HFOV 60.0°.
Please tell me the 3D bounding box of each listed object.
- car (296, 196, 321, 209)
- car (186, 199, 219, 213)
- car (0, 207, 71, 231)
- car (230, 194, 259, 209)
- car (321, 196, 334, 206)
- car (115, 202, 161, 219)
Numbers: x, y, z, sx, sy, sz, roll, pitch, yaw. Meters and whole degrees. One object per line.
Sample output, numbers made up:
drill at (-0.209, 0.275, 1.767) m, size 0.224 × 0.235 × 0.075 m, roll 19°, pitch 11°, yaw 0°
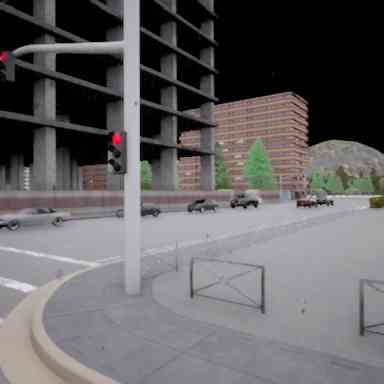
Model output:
car at (16.288, 1.504, 46.987) m, size 1.882 × 1.535 × 5.008 m, roll 0°, pitch 0°, yaw 35°
car at (1.284, 1.572, 38.239) m, size 1.837 × 1.490 × 4.892 m, roll 0°, pitch 0°, yaw 35°
car at (-10.480, 1.668, 21.639) m, size 1.895 × 1.301 × 4.718 m, roll 0°, pitch 0°, yaw 35°
car at (7.505, 1.289, 46.954) m, size 2.150 × 2.045 × 5.566 m, roll 0°, pitch 0°, yaw 35°
car at (21.985, 1.379, 55.028) m, size 2.097 × 1.767 × 4.553 m, roll 0°, pitch 0°, yaw 35°
car at (-4.708, 1.593, 29.774) m, size 1.812 × 1.442 × 4.674 m, roll 0°, pitch 0°, yaw 36°
